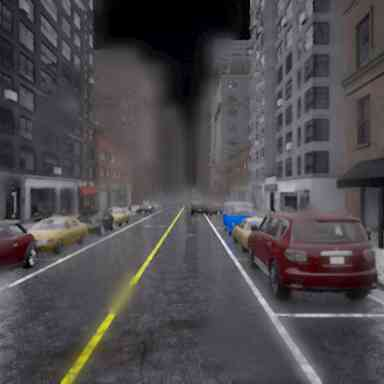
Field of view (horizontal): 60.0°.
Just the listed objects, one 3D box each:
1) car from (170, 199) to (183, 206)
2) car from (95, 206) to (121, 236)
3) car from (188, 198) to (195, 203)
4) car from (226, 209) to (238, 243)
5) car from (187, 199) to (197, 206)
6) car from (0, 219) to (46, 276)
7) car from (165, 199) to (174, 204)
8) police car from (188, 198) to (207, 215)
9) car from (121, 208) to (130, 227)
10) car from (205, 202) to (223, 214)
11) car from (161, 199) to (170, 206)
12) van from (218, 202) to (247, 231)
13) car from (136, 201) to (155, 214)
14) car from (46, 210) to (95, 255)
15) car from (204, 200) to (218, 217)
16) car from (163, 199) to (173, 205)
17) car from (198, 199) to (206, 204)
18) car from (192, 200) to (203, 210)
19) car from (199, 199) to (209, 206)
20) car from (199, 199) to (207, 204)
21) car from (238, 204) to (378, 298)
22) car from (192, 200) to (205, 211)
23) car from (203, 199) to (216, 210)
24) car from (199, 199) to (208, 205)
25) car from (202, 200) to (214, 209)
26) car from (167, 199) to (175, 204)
[{"bbox_3d":[-3.033,2.230,71.779,1.882,1.535,5.008,0,-1,0],"label":"car"},{"bbox_3d":[-5.781,1.760,19.679,1.947,1.339,4.313,-1,-1,0],"label":"car"},{"bbox_3d":[-0.042,2.301,89.870,1.837,1.490,4.892,0,-1,0],"label":"car"},{"bbox_3d":[2.746,1.666,14.350,1.752,1.417,4.829,-1,-1,0],"label":"car"},{"bbox_3d":[-0.035,2.276,75.203,2.128,1.511,4.902,0,-1,0],"label":"car"},{"bbox_3d":[-5.777,1.525,8.672,1.967,1.590,4.097,-1,-1,0],"label":"car"},{"bbox_3d":[-5.813,2.465,85.738,2.008,1.369,4.403,-1,-1,0],"label":"car"},{"bbox_3d":[0.666,1.824,39.350,1.930,1.638,5.238,0,-1,-5],"label":"police car"},{"bbox_3d":[-5.784,1.774,25.015,1.752,1.417,4.829,-1,-1,0],"label":"car"},{"bbox_3d":[2.733,1.970,41.703,1.887,1.381,4.507,-1,-1,0],"label":"car"},{"bbox_3d":[-5.809,2.230,74.729,1.967,1.590,4.097,-1,-1,0],"label":"car"},{"bbox_3d":[2.741,1.536,19.686,1.690,1.788,3.998,-1,-1,0],"label":"van"},{"bbox_3d":[-5.793,1.866,41.700,1.967,1.590,4.097,-1,-1,0],"label":"car"},{"bbox_3d":[-5.779,1.663,14.005,1.752,1.417,4.829,-1,-1,0],"label":"car"},{"bbox_3d":[2.736,1.917,36.198,2.008,1.369,4.403,-1,-1,0],"label":"car"},{"bbox_3d":[-5.810,2.418,80.233,1.947,1.339,4.313,-1,-1,0],"label":"car"},{"bbox_3d":[2.710,2.522,91.247,1.887,1.381,4.507,-1,-1,0],"label":"car"},{"bbox_3d":[0.874,2.051,55.300,1.882,1.535,5.008,0,-1,0],"label":"car"},{"bbox_3d":[2.718,2.355,74.732,1.947,1.339,4.313,-1,-1,0],"label":"car"},{"bbox_3d":[2.712,2.459,85.742,1.887,1.381,4.507,-1,-1,0],"label":"car"},{"bbox_3d":[2.746,1.400,8.677,2.192,1.841,5.009,-1,-1,0],"label":"car"},{"bbox_3d":[0.877,1.986,49.300,1.882,1.535,5.008,0,-1,0],"label":"car"},{"bbox_3d":[2.726,1.985,52.714,1.967,1.590,4.097,-1,-1,0],"label":"car"},{"bbox_3d":[2.715,2.396,80.236,1.887,1.381,4.507,-1,-1,0],"label":"car"},{"bbox_3d":[2.725,2.150,58.218,1.887,1.381,4.507,-1,-1,0],"label":"car"},{"bbox_3d":[-5.815,2.522,91.243,1.887,1.381,4.507,-1,-1,0],"label":"car"}]
